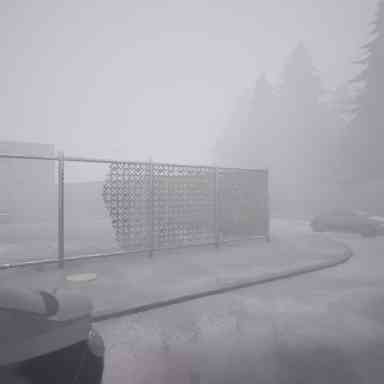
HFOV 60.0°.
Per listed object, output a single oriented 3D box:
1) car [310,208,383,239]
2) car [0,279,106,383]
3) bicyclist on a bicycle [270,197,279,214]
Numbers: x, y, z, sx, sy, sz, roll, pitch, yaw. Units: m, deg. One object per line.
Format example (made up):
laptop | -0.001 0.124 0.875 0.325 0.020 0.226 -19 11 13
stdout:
car | 8.381 1.564 17.427 1.994 1.385 4.181 0 0 -37
car | -3.104 1.504 2.316 4.892 1.490 1.837 0 0 -35
bicyclist on a bicycle | 7.911 1.349 32.441 1.656 1.620 0.582 0 0 -36
